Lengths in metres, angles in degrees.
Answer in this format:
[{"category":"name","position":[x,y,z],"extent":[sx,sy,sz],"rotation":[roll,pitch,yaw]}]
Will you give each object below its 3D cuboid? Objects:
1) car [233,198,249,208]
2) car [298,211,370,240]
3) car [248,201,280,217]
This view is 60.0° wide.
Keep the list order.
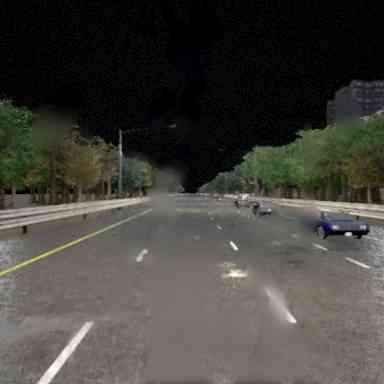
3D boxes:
[{"category":"car","position":[7.034,1.544,47.357],"extent":[2.128,1.511,4.902],"rotation":[0,0,0]},{"category":"car","position":[6.992,1.608,17.075],"extent":[1.895,1.301,4.718],"rotation":[0,0,0]},{"category":"car","position":[7.001,1.592,31.956],"extent":[1.994,1.385,4.181],"rotation":[0,0,0]}]
